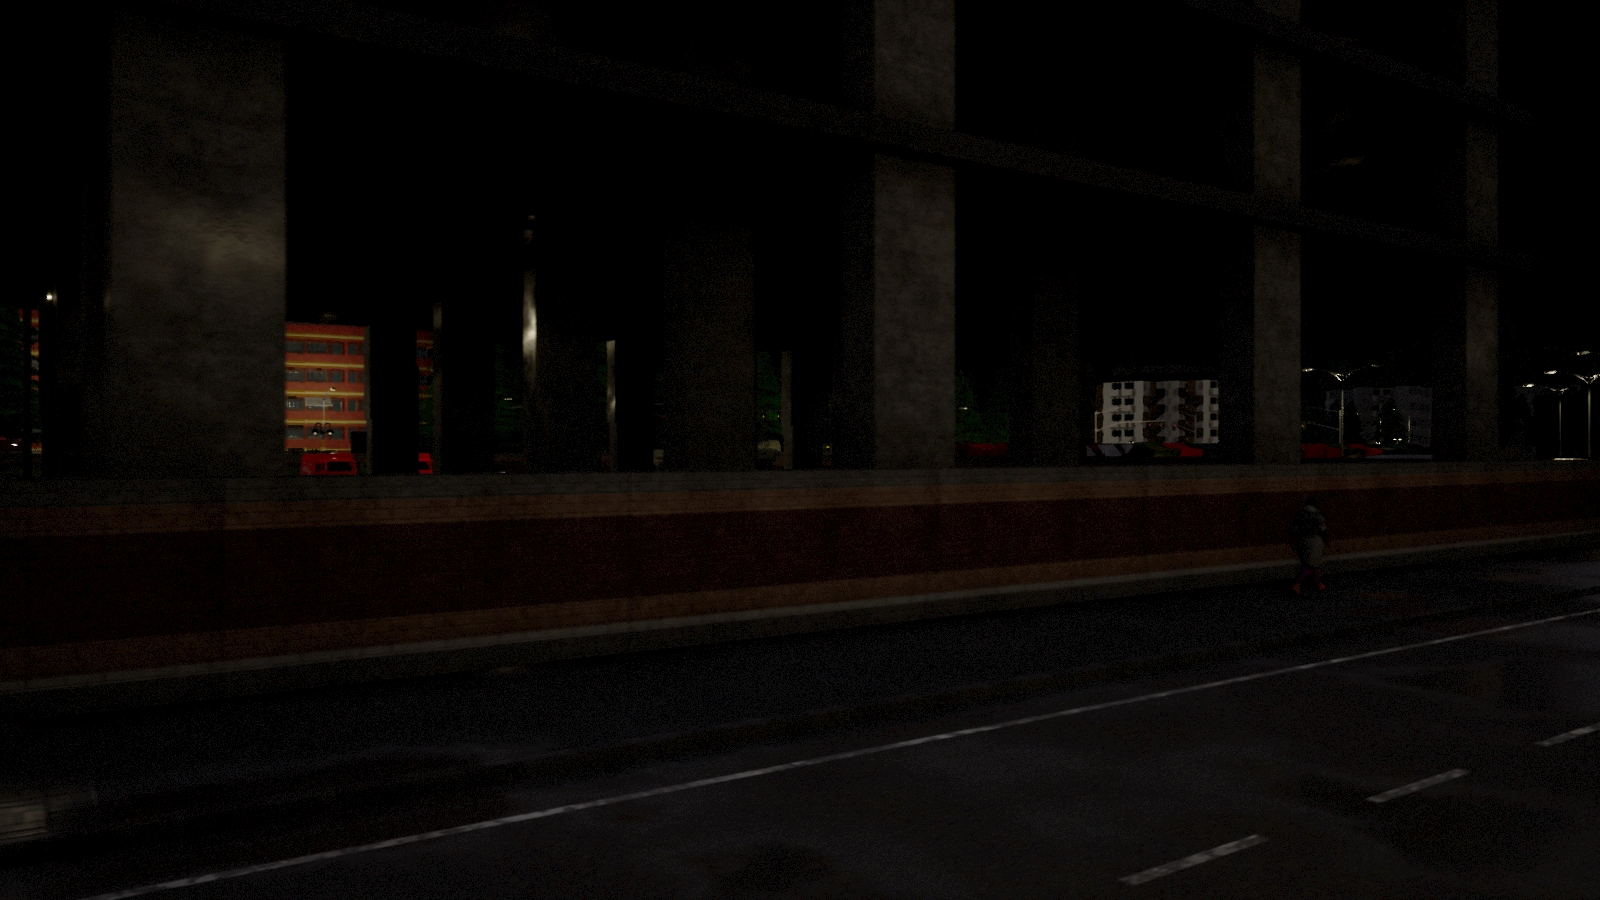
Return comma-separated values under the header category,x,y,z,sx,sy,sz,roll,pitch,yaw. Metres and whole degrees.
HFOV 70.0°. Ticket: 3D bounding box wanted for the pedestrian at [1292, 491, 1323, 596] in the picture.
category,x,y,z,sx,sy,sz,roll,pitch,yaw
pedestrian,9.254,1.694,20.849,0.375,1.860,0.375,0,0,-32
